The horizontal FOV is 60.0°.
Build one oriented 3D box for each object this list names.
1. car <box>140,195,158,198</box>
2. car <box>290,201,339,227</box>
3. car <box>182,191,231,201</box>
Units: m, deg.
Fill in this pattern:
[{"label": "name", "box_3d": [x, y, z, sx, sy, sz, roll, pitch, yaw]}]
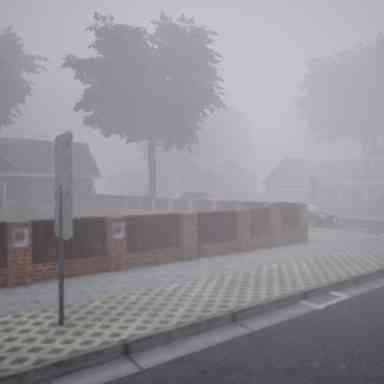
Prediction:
[{"label": "car", "box_3d": [-4.724, 1.068, 37.718, 2.128, 1.511, 4.902, 0, 1, -35]}, {"label": "car", "box_3d": [6.965, 1.339, 21.288, 1.812, 1.442, 4.674, 0, 1, -36]}, {"label": "car", "box_3d": [1.228, 0.919, 29.321, 2.150, 2.045, 5.566, 0, 1, -36]}]
